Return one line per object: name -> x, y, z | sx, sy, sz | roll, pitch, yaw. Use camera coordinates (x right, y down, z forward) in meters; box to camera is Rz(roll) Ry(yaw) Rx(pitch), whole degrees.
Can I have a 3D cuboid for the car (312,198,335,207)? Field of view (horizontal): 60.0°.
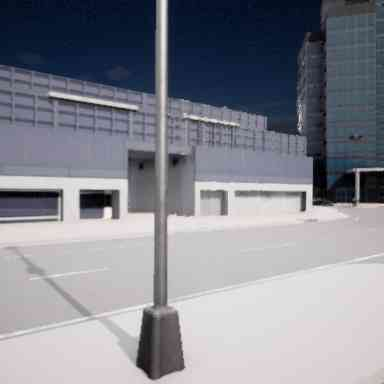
car -> 22.028, 1.765, 56.545 | 1.837, 1.490, 4.892 | 1, 0, -19
